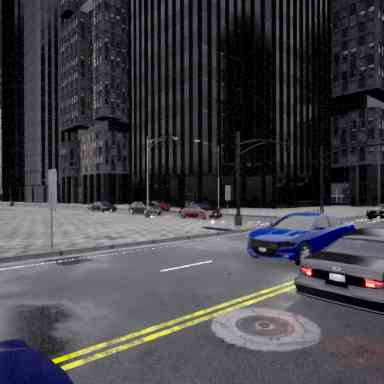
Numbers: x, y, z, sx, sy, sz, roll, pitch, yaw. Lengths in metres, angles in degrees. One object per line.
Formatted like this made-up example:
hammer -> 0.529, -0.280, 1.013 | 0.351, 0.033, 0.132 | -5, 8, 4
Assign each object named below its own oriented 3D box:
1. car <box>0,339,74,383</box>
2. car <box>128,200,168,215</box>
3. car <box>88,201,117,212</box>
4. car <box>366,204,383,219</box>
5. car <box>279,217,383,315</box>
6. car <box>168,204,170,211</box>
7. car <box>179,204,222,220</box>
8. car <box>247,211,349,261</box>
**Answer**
car -> -2.676, 1.601, 1.154 | 4.718, 1.301, 1.895 | 0, 0, -42
car -> -5.151, 1.781, 36.486 | 1.837, 1.490, 4.892 | 0, 0, -42
car -> -11.945, 1.929, 44.087 | 2.033, 1.411, 5.357 | 0, 0, -42
car -> 15.789, 1.608, 26.706 | 4.718, 1.301, 1.895 | 0, 0, -42
car -> 4.412, 1.547, 7.508 | 5.357, 1.411, 2.033 | 0, 0, -42
car -> -4.756, 1.768, 40.817 | 1.882, 1.535, 5.008 | 0, 0, -42
car -> 0.697, 1.750, 29.944 | 1.994, 1.385, 4.181 | 0, 0, -43
car -> 3.997, 1.477, 11.770 | 5.008, 1.535, 1.882 | 0, 0, -42
